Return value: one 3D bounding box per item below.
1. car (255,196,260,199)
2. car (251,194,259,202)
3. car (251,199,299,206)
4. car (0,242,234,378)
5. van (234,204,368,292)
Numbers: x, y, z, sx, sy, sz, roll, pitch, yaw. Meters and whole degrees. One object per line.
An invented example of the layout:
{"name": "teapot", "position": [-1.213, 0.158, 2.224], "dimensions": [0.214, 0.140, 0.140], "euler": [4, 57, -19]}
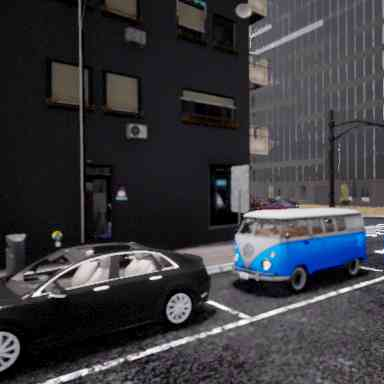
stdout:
{"name": "car", "position": [8.908, 1.372, 33.779], "dimensions": [1.947, 1.339, 4.313], "euler": [-1, 1, -35]}
{"name": "car", "position": [5.726, 1.096, 38.292], "dimensions": [2.192, 1.841, 5.009], "euler": [-1, 1, -35]}
{"name": "car", "position": [7.123, 1.481, 26.249], "dimensions": [1.994, 1.385, 4.181], "euler": [-1, 1, -35]}
{"name": "car", "position": [-1.693, 1.549, 5.365], "dimensions": [4.403, 1.369, 2.008], "euler": [0, -1, -35]}
{"name": "van", "position": [2.865, 1.332, 8.620], "dimensions": [3.998, 1.788, 1.690], "euler": [0, -1, -35]}
